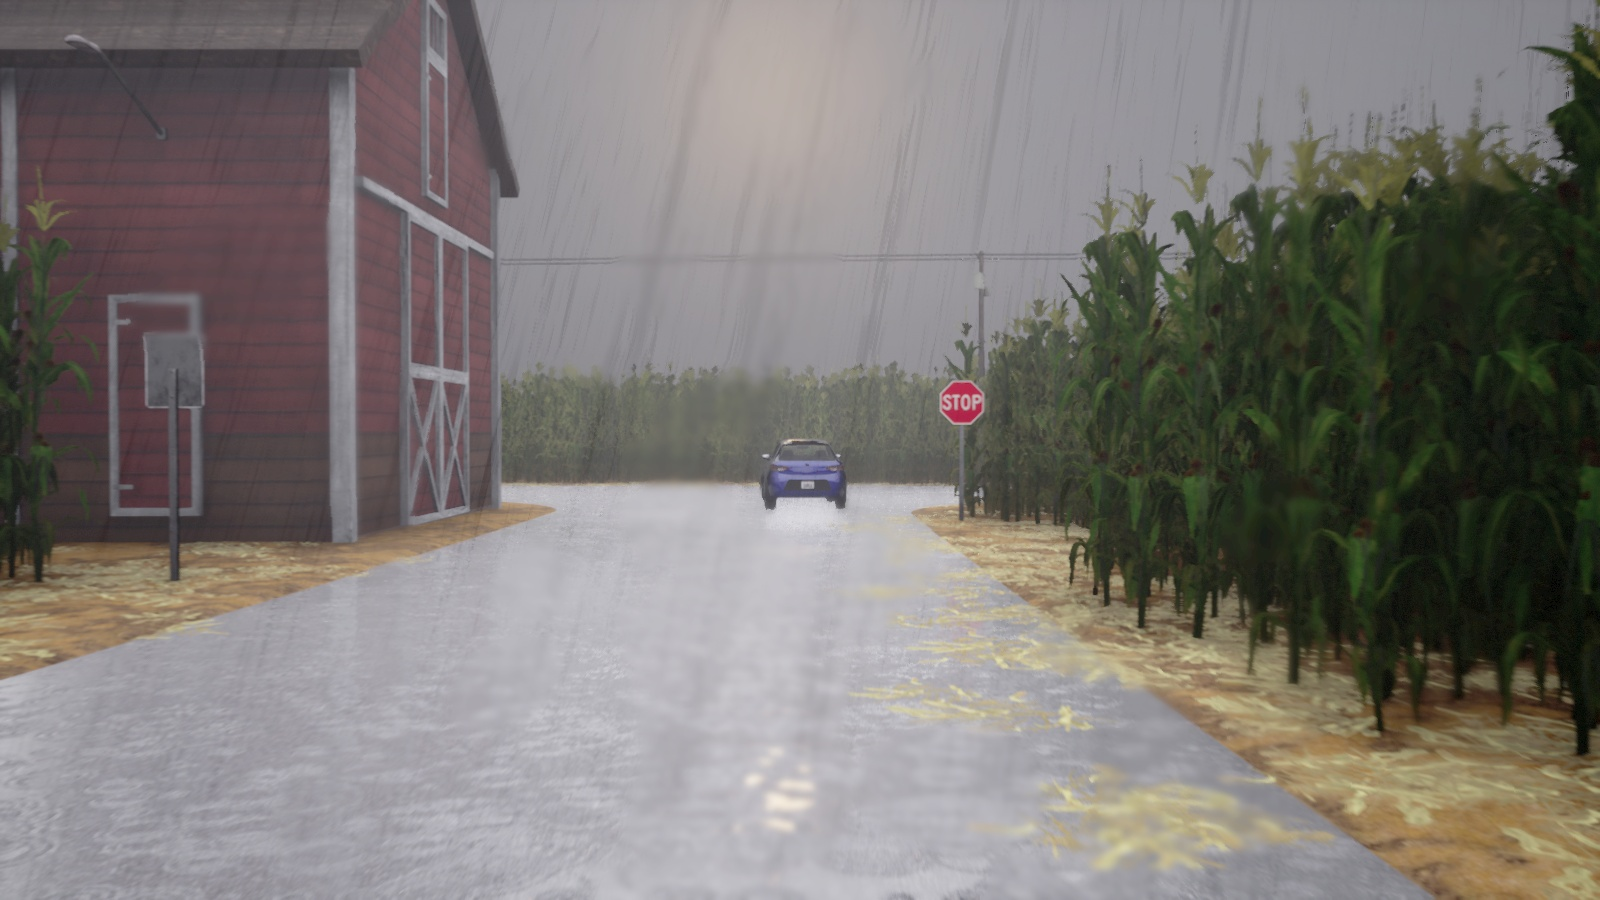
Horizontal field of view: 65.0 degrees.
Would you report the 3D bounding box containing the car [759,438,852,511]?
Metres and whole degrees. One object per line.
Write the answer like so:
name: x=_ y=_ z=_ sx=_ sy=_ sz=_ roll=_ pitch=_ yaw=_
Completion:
car: x=0.047 y=0.481 z=27.824 sx=1.816 sy=1.474 sz=4.193 roll=0 pitch=1 yaw=-3
